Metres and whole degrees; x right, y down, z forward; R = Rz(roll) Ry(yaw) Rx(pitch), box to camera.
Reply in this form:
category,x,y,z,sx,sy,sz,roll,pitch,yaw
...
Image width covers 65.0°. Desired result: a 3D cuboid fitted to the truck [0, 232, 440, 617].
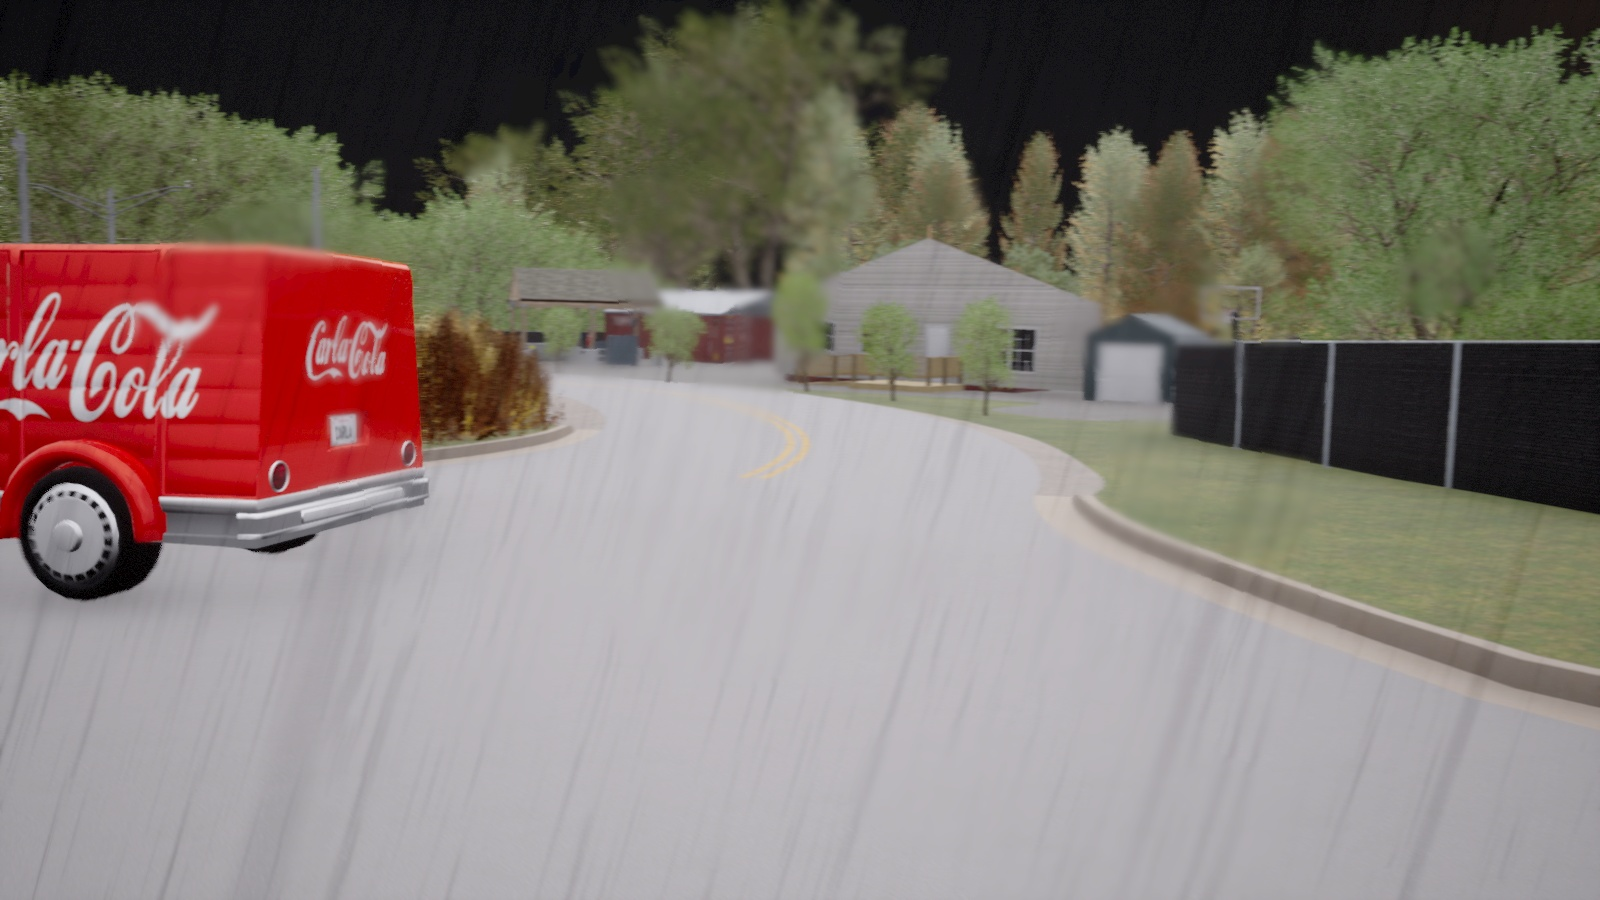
category,x,y,z,sx,sy,sz,roll,pitch,yaw
truck,-5.851,-0.332,9.798,5.204,2.467,2.627,2,5,11
